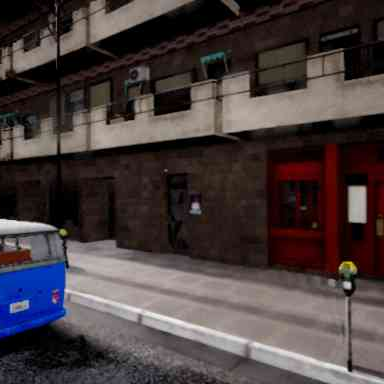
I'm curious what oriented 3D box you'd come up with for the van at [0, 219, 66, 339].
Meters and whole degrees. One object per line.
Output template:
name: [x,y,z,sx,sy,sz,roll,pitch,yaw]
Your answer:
van: [-3.865,1.325,5.627,3.998,1.788,1.690,0,0,35]
